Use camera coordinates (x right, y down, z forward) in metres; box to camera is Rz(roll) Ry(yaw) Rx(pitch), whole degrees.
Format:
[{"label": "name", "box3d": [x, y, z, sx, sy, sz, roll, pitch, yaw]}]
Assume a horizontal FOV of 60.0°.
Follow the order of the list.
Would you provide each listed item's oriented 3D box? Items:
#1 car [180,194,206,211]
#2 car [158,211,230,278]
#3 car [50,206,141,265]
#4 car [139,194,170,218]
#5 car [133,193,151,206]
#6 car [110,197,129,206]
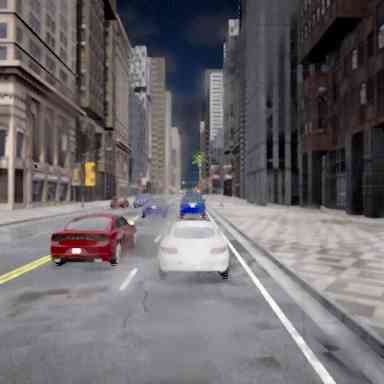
[{"label": "car", "box3d": [0.066, 1.219, 29.795, 2.150, 2.045, 5.566, 0, 0, 0]}, {"label": "car", "box3d": [0.050, 1.523, 10.016, 1.812, 1.442, 4.674, 0, 0, 0]}, {"label": "car", "box3d": [-3.185, 1.475, 11.694, 1.882, 1.535, 5.008, 0, 0, 0]}, {"label": "car", "box3d": [-3.187, 1.346, 30.152, 2.097, 1.767, 4.553, 0, 0, 0]}, {"label": "car", "box3d": [-6.617, 1.212, 45.980, 2.150, 2.045, 5.566, 0, 0, 0]}, {"label": "car", "box3d": [-9.866, 1.467, 45.568, 1.882, 1.535, 5.008, 0, 0, 0]}]
